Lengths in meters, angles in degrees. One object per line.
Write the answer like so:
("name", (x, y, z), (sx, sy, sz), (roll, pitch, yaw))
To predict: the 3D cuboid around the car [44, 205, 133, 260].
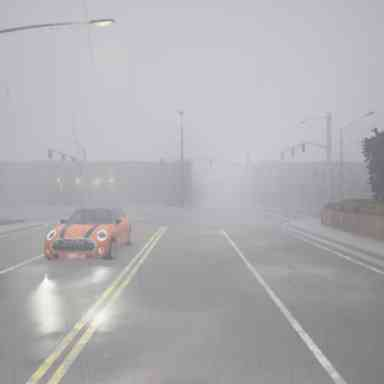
("car", (-3.563, 1.328, 12.209), (2.097, 1.767, 4.553), (0, 0, 0))
